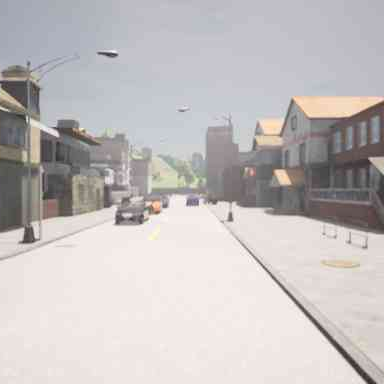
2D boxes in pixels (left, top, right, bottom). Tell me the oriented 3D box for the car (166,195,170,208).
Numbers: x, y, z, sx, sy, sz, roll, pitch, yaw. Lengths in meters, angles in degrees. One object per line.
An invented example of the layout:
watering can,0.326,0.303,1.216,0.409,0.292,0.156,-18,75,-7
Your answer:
car,-3.999,1.129,42.575,2.097,1.767,4.553,0,0,0

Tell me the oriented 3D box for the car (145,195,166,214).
car,-4.065,1.182,32.512,2.097,1.767,4.553,0,0,0

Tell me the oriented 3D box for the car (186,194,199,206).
car,0.101,1.224,48.613,1.882,1.535,5.008,0,0,0

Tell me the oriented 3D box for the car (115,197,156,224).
car,-4.094,1.369,23.413,2.128,1.511,4.902,0,0,0

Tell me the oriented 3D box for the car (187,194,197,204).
car,0.001,1.198,58.703,1.837,1.490,4.892,0,0,0
